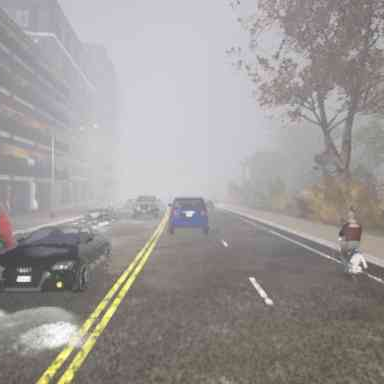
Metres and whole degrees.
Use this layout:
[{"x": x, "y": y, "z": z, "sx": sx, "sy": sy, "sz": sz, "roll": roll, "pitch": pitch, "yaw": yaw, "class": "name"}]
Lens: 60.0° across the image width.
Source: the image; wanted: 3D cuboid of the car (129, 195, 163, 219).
[{"x": -4.069, "y": 1.275, "z": 30.182, "sx": 2.150, "sy": 2.045, "sz": 5.566, "roll": 0, "pitch": 0, "yaw": -3, "class": "car"}]

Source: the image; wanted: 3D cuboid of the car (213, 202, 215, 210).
[{"x": 1.880, "y": 1.613, "z": 43.887, "sx": 2.033, "sy": 1.411, "sz": 5.357, "roll": 0, "pitch": 0, "yaw": -4, "class": "car"}]

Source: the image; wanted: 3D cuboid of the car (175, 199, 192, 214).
[{"x": -1.016, "y": 1.587, "z": 37.927, "sx": 1.812, "sy": 1.442, "sz": 4.674, "roll": 0, "pitch": 0, "yaw": -3, "class": "car"}]

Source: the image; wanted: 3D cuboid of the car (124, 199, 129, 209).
[{"x": -8.207, "y": 1.603, "z": 45.957, "sx": 1.812, "sy": 1.442, "sz": 4.674, "roll": 0, "pitch": 0, "yaw": -4, "class": "car"}]

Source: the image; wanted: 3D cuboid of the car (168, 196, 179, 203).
[{"x": -4.093, "y": 1.626, "z": 74.158, "sx": 2.128, "sy": 1.511, "sz": 4.902, "roll": 0, "pitch": 0, "yaw": -6, "class": "car"}]

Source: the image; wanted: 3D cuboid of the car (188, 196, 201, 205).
[{"x": 0.470, "y": 1.562, "z": 61.596, "sx": 1.882, "sy": 1.535, "sz": 5.008, "roll": 0, "pitch": 0, "yaw": -5, "class": "car"}]

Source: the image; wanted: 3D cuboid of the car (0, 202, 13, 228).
[{"x": -6.677, "y": 1.240, "z": 8.266, "sx": 2.150, "sy": 2.045, "sz": 5.566, "roll": 0, "pitch": 0, "yaw": -1, "class": "car"}]

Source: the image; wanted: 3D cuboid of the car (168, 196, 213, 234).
[{"x": -0.224, "y": 1.256, "z": 19.509, "sx": 2.150, "sy": 2.045, "sz": 5.566, "roll": 0, "pitch": 0, "yaw": -2, "class": "car"}]

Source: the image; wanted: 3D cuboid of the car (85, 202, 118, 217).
[{"x": -7.179, "y": 1.542, "z": 26.712, "sx": 2.128, "sy": 1.511, "sz": 4.902, "roll": 0, "pitch": 0, "yaw": -2, "class": "car"}]

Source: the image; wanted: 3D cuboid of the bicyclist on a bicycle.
[{"x": 4.058, "y": 1.385, "z": 8.710, "sx": 0.659, "sy": 1.776, "sz": 1.843, "roll": 0, "pitch": 0, "yaw": -1, "class": "bicyclist on a bicycle"}]

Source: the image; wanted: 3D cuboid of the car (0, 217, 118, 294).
[{"x": -3.441, "y": 1.582, "z": 8.751, "sx": 1.994, "sy": 1.385, "sz": 4.181, "roll": 0, "pitch": 0, "yaw": -1, "class": "car"}]

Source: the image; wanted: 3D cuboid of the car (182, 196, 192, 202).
[{"x": -1.241, "y": 1.624, "z": 77.935, "sx": 1.812, "sy": 1.442, "sz": 4.674, "roll": 0, "pitch": 0, "yaw": -6, "class": "car"}]
